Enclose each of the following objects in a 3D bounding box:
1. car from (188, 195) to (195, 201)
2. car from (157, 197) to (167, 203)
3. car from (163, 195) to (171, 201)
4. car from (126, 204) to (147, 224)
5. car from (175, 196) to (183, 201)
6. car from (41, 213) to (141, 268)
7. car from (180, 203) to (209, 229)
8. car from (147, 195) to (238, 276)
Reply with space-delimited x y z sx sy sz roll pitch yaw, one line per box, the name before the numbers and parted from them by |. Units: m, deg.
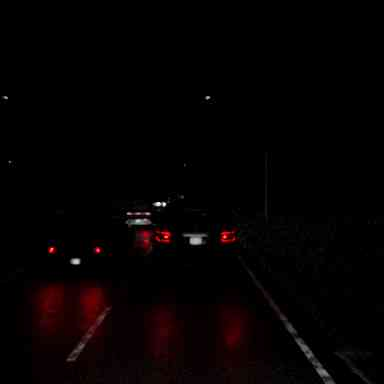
car | -0.084 1.660 86.782 1.837 1.490 4.892 0 0 0
car | -6.559 1.707 73.532 1.895 1.301 4.718 0 0 0
car | -6.590 1.640 89.167 1.837 1.490 4.892 0 0 0
car | -3.171 1.501 22.008 2.128 1.511 4.902 0 0 0
car | -3.336 1.757 87.222 1.895 1.301 4.718 0 0 0
car | -3.158 1.606 11.260 1.895 1.301 4.718 0 0 0
car | 0.085 1.535 22.502 1.812 1.442 4.674 0 0 -2
car | 0.090 1.227 10.449 2.150 2.045 5.566 0 0 0
